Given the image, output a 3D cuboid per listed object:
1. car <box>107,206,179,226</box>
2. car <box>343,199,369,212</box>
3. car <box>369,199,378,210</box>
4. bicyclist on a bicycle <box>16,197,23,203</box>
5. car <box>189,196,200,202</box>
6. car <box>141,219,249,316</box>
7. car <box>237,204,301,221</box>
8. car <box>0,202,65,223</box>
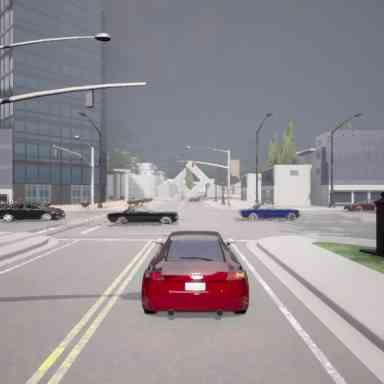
[{"bbox_3d":[-3.228,1.617,22.669,4.718,1.301,1.895,0,0,0],"label":"car"},{"bbox_3d":[19.833,1.500,37.071,5.357,1.411,2.033,0,0,-1],"label":"car"},{"bbox_3d":[21.510,1.164,33.568,5.566,2.045,2.150,0,0,0],"label":"car"},{"bbox_3d":[-22.017,1.463,42.488,0.582,1.620,1.656,-1,0,0],"label":"bicyclist on a bicycle"},{"bbox_3d":[0.661,1.590,76.958,1.895,1.301,4.718,0,0,12],"label":"car"},{"bbox_3d":[0.067,1.563,7.616,1.994,1.385,4.181,0,0,0],"label":"car"},{"bbox_3d":[6.039,1.598,26.246,4.718,1.301,1.895,0,0,0],"label":"car"},{"bbox_3d":[-12.509,1.571,26.091,4.892,1.490,1.837,0,0,0],"label":"car"}]
